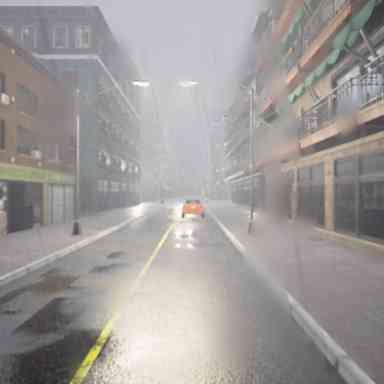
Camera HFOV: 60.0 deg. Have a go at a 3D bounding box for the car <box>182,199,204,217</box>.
[{"bbox_3d":[0.099,1.432,32.602,2.097,1.767,4.553,0,0,0],"label":"car"}]
